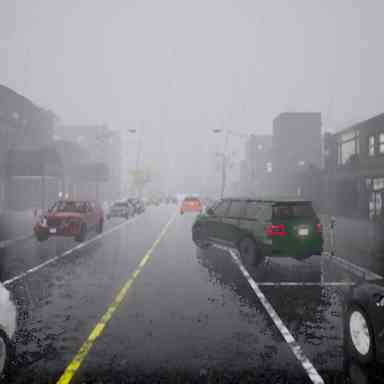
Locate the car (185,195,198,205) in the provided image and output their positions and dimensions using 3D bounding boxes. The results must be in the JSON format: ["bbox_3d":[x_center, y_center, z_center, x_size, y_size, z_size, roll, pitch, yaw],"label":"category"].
[{"bbox_3d":[-0.109,1.322,55.617,2.128,1.511,4.902,0,0,0],"label":"car"}]

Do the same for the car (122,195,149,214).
[{"bbox_3d":[-5.803,1.337,32.839,1.967,1.590,4.097,1,0,0],"label":"car"}]

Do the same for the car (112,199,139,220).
[{"bbox_3d":[-5.784,1.496,27.306,1.802,1.307,4.206,1,0,0],"label":"car"}]

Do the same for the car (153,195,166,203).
[{"bbox_3d":[-6.037,1.364,62.148,2.008,1.369,4.403,1,0,0],"label":"car"}]

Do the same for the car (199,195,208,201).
[{"bbox_3d":[2.552,1.365,74.100,1.802,1.307,4.206,0,0,0],"label":"car"}]

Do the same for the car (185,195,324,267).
[{"bbox_3d":[1.978,1.186,11.707,2.150,2.045,5.566,0,1,-25],"label":"car"}]

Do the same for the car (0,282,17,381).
[{"bbox_3d":[-3.108,1.517,2.423,1.812,1.442,4.674,0,0,0],"label":"car"}]

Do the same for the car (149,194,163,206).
[{"bbox_3d":[-5.941,1.370,50.913,1.752,1.417,4.829,1,0,0],"label":"car"}]

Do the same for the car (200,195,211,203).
[{"bbox_3d":[2.585,1.372,65.098,1.947,1.339,4.313,0,0,0],"label":"car"}]

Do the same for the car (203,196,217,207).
[{"bbox_3d":[2.575,1.375,49.332,1.752,1.417,4.829,0,0,0],"label":"car"}]

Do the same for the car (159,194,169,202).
[{"bbox_3d":[-6.083,1.225,72.967,1.967,1.590,4.097,0,0,0],"label":"car"}]

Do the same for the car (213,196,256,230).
[{"bbox_3d":[2.619,1.245,21.802,2.192,1.841,5.009,1,0,0],"label":"car"}]

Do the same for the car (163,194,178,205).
[{"bbox_3d":[-3.248,1.328,53.901,2.128,1.511,4.902,0,0,0],"label":"car"}]

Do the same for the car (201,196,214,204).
[{"bbox_3d":[2.585,1.377,57.553,2.008,1.369,4.403,0,0,0],"label":"car"}]

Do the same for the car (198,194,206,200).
[{"bbox_3d":[2.518,1.305,83.101,1.887,1.381,4.507,0,0,0],"label":"car"}]

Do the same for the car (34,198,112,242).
[{"bbox_3d":[-5.741,1.262,16.240,2.192,1.841,5.009,1,0,0],"label":"car"}]

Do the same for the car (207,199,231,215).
[{"bbox_3d":[2.576,1.463,32.869,1.947,1.339,4.313,1,0,0],"label":"car"}]

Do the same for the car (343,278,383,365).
[{"bbox_3d":[3.136,1.494,2.972,1.837,1.490,4.892,0,0,0],"label":"car"}]

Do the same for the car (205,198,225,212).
[{"bbox_3d":[2.564,1.427,38.096,1.887,1.381,4.507,0,0,0],"label":"car"}]

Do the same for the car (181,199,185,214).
[{"bbox_3d":[-0.038,1.245,33.834,2.097,1.767,4.553,0,0,0],"label":"car"}]

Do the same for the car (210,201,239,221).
[{"bbox_3d":[2.596,1.480,27.336,1.947,1.339,4.313,1,0,0],"label":"car"}]
